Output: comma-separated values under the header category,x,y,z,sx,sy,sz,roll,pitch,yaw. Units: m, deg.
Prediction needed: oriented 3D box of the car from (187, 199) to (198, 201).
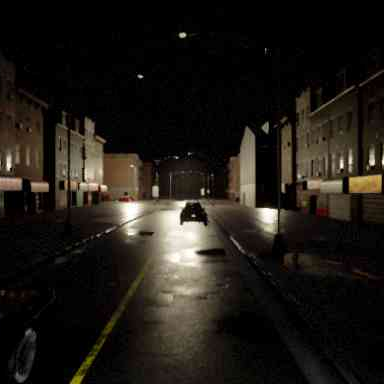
category,x,y,z,sx,sy,sz,roll,pitch,yaw
car,0.108,1.622,43.330,1.895,1.301,4.718,0,0,0

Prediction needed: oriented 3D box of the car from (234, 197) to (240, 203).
category,x,y,z,sx,sy,sz,roll,pitch,yaw
car,11.726,1.467,72.600,5.009,1.841,2.192,0,-1,0

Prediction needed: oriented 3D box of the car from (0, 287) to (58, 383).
category,x,y,z,sx,sy,sz,roll,pitch,yaw
car,-2.850,1.602,2.599,1.895,1.301,4.718,0,0,-1

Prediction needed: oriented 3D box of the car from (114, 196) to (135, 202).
category,x,y,z,sx,sy,sz,roll,pitch,yaw
car,-14.684,1.504,72.556,4.507,1.381,1.887,0,-1,0

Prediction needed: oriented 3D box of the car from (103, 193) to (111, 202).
category,x,y,z,sx,sy,sz,roll,pitch,yaw
car,-20.116,1.236,72.550,5.009,1.841,2.192,0,-1,0

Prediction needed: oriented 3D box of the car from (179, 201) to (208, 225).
category,x,y,z,sx,sy,sz,roll,pitch,yaw
car,0.103,1.575,24.467,1.994,1.385,4.181,0,0,0
